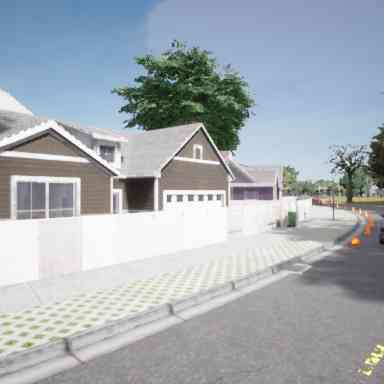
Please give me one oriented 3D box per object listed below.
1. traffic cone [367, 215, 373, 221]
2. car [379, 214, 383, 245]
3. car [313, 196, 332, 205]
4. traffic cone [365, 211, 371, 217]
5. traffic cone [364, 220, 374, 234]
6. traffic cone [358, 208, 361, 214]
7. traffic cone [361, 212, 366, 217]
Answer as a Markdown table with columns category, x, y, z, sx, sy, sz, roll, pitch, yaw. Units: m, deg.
| category | x | y | z | sx | sy | sz | roll | pitch | yaw |
| --- | --- | --- | --- | --- | --- | --- | --- | --- | --- |
| traffic cone | 11.994 | 1.980 | 22.226 | 0.340 | 0.580 | 0.340 | 0 | 0 | 29 |
| car | 9.640 | 1.363 | 14.787 | 2.097 | 1.767 | 4.553 | 0 | 0 | 33 |
| car | 24.704 | 1.503 | 63.095 | 2.097 | 1.767 | 4.553 | 0 | 0 | -3 |
| traffic cone | 14.227 | 1.991 | 26.547 | 0.340 | 0.580 | 0.340 | 0 | 0 | 26 |
| traffic cone | 9.528 | 1.969 | 18.034 | 0.340 | 0.580 | 0.340 | 0 | 0 | 32 |
| traffic cone | 17.967 | 2.014 | 35.523 | 0.340 | 0.580 | 0.340 | 0 | 0 | 19 |
| traffic cone | 16.220 | 2.003 | 30.984 | 0.340 | 0.580 | 0.340 | 0 | 0 | 23 |
